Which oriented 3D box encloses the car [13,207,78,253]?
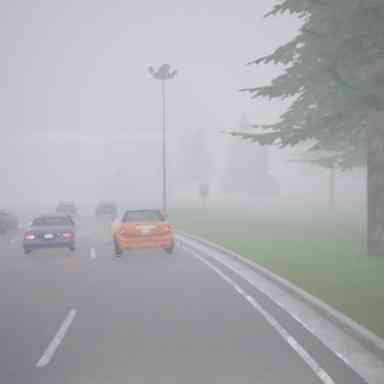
[{"bbox_3d":[-5.863,1.605,14.057,2.033,1.411,5.357,-1,0,-19],"label":"car"}]

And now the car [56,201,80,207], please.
[{"bbox_3d":[-12.191,1.620,32.651,1.837,1.490,4.892,-1,0,-18],"label":"car"}]

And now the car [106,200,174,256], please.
[{"bbox_3d":[-2.184,1.365,13.466,2.097,1.767,4.553,-1,0,-16],"label":"car"}]

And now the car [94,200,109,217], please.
[{"bbox_3d":[-8.370,1.545,32.282,1.882,1.535,5.008,-1,0,-19],"label":"car"}]

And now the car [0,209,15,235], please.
[{"bbox_3d":[-11.545,1.686,19.497,1.994,1.385,4.181,-1,0,-18],"label":"car"}]
